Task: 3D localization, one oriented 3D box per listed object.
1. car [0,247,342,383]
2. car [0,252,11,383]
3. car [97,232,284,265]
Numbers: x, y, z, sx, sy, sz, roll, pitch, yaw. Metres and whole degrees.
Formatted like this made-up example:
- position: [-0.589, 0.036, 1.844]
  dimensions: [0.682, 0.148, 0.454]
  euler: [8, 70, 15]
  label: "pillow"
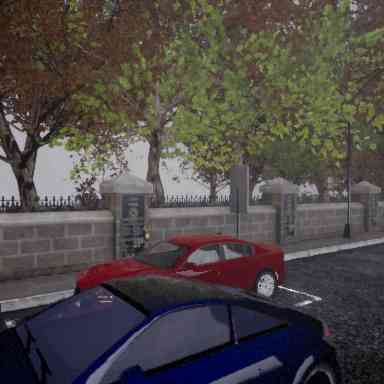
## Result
- position: [-0.530, 1.564, 3.001]
  dimensions: [4.181, 1.385, 1.994]
  euler: [0, 0, -36]
  label: "car"
- position: [-4.504, 1.551, 3.439]
  dimensions: [4.403, 1.369, 2.008]
  euler: [0, 0, -36]
  label: "car"
- position: [-0.027, 1.545, 6.702]
  dimensions: [4.507, 1.381, 1.887]
  euler: [0, 0, -36]
  label: "car"
